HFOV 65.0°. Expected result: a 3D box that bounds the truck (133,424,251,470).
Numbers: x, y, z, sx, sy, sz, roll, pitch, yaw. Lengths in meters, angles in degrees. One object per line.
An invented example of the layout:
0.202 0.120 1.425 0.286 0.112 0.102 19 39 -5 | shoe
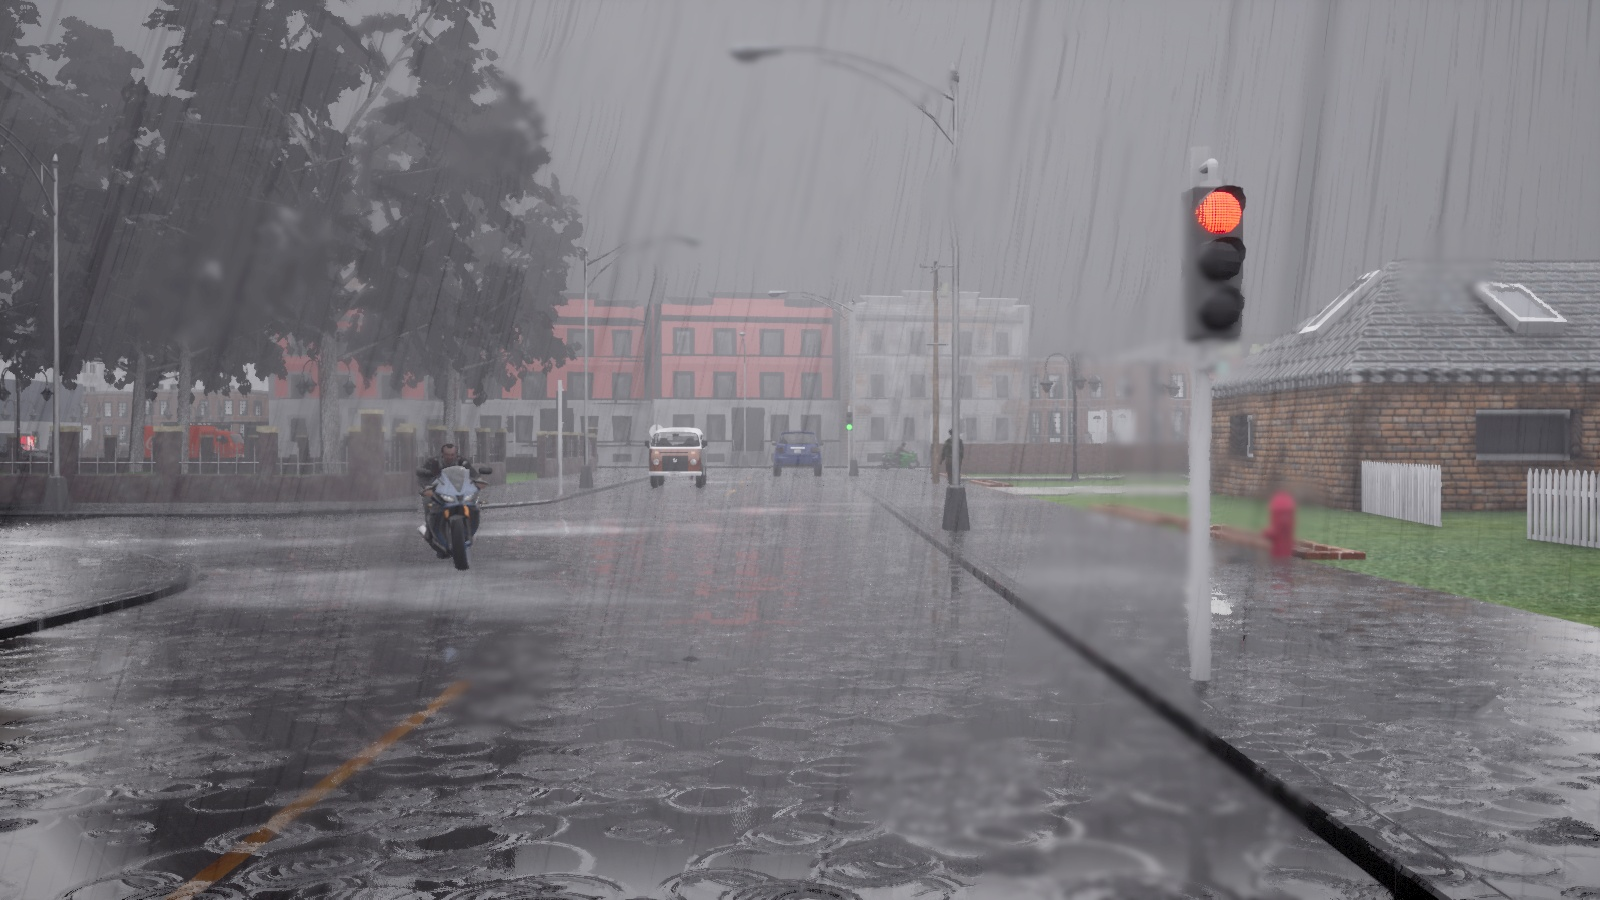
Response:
-33.245 -0.157 68.773 5.204 2.467 2.627 0 0 0 | truck

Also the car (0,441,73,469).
-42.887 0.280 68.747 4.902 1.511 2.128 0 0 0 | car

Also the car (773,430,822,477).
-0.109 0.136 58.360 2.150 2.045 5.566 0 0 0 | car

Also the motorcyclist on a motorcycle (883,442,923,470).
5.632 0.344 68.927 2.044 1.523 0.797 0 2 -7 | motorcyclist on a motorcycle

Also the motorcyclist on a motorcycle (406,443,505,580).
-4.279 0.691 15.458 0.866 1.530 2.191 -2 1 -22 | motorcyclist on a motorcycle

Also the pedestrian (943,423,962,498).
3.956 0.271 32.507 0.395 1.930 0.692 0 0 -1 | pedestrian

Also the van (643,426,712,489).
-4.137 0.224 42.958 2.069 2.038 4.480 0 0 -2 | van
